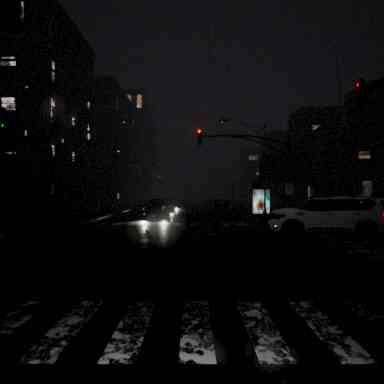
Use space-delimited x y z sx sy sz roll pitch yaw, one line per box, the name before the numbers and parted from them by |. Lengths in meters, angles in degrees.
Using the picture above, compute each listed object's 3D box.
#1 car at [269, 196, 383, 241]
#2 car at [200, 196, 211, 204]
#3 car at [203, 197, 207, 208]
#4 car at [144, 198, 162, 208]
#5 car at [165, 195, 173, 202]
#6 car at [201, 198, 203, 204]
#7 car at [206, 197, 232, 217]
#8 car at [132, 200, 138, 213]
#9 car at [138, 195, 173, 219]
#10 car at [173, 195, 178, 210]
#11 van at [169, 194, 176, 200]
car | 6.715 1.222 16.601 5.566 2.045 2.150 0 1 10
car | 2.726 1.590 66.017 2.008 1.369 4.403 -1 0 0
car | 2.712 1.596 43.230 1.802 1.307 4.206 0 0 0
car | -5.665 1.570 48.920 2.008 1.369 4.403 0 0 0
car | -5.645 1.591 82.929 1.752 1.417 4.829 -1 0 0
car | 2.715 1.570 48.927 2.008 1.369 4.403 0 0 0
car | 2.704 1.445 31.836 1.967 1.590 4.097 0 0 0
car | -5.673 1.560 37.526 2.008 1.369 4.403 0 0 0
car | -3.081 1.356 29.090 2.097 1.767 4.553 0 0 0
car | -3.070 1.489 39.468 1.882 1.535 5.008 0 0 0
van | -5.639 1.428 94.493 1.690 1.788 3.998 -1 0 0
